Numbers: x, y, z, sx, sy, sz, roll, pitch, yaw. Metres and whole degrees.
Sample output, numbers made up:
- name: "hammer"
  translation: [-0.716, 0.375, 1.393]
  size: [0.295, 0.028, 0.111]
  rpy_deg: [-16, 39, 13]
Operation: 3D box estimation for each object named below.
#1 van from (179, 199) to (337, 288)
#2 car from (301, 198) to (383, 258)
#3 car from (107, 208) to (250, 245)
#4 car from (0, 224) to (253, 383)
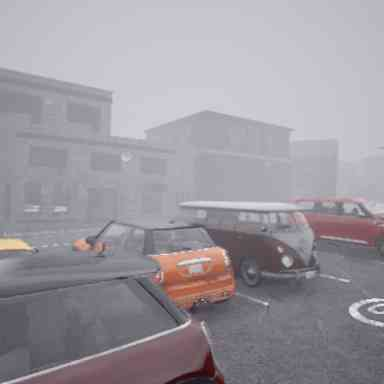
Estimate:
- name: "van"
  translation: [1.352, 1.259, 9.203]
  size: [1.878, 1.987, 4.442]
  rpy_deg: [0, 0, -35]
- name: "car"
  translation: [6.339, 1.271, 12.875]
  size: [2.435, 2.045, 5.566]
  rpy_deg: [1, 0, -36]
- name: "car"
  translation: [-1.171, 1.351, 7.509]
  size: [2.185, 1.767, 4.553]
  rpy_deg: [0, 0, -35]
- name: "car"
  translation: [-1.978, 1.353, 2.269]
  size: [4.553, 1.767, 2.097]
  rpy_deg: [0, 0, -35]
